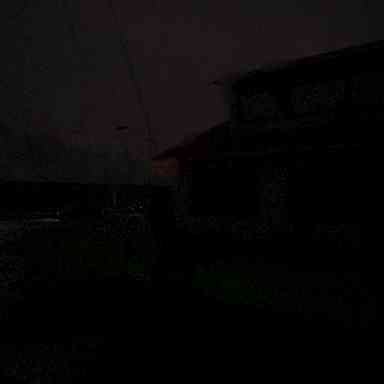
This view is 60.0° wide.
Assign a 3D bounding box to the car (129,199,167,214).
[{"bbox_3d":[-4.701,1.502,36.181,1.837,1.490,4.892,0,0,35],"label":"car"}]

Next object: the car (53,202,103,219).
[{"bbox_3d":[-9.856,1.561,28.940,1.994,1.385,4.181,0,0,35],"label":"car"}]
